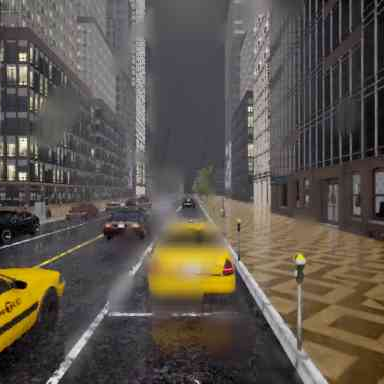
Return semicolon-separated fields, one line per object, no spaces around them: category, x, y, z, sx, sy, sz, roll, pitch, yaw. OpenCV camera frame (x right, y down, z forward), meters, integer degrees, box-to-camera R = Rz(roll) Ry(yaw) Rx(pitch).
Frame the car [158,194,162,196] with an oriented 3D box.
car;-8.832;1.391;78.413;1.967;1.590;4.097;0;0;0

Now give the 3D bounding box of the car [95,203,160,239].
car;-3.118;1.545;17.250;2.033;1.411;5.357;0;0;0

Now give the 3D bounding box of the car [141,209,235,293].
car;0.004;1.456;8.839;1.801;1.575;5.366;0;0;0

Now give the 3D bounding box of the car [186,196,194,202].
car;-0.452;1.533;78.399;1.802;1.307;4.206;0;0;0

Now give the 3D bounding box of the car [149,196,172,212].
car;-3.094;1.513;35.059;1.812;1.442;4.674;0;0;0

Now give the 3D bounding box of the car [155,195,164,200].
car;-8.832;1.504;89.799;1.947;1.339;4.313;0;0;0

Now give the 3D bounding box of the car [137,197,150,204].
car;-8.832;1.550;61.338;1.802;1.307;4.206;0;0;0

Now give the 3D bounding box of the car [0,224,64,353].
car;-3.146;1.455;3.728;1.801;1.575;5.366;0;0;0

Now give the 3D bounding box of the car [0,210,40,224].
car;-8.833;1.563;15.800;1.947;1.339;4.313;0;0;0

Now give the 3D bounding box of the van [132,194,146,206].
van;-8.832;1.315;55.646;1.690;1.788;3.998;0;0;0

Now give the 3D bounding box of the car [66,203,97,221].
car;-8.832;1.575;27.183;1.802;1.307;4.206;0;0;0

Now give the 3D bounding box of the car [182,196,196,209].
car;-0.452;1.548;44.248;1.947;1.339;4.313;0;0;0

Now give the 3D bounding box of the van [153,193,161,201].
van;-8.831;1.285;84.106;1.690;1.788;3.998;0;0;0

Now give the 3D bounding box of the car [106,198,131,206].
car;-8.833;1.537;38.569;2.008;1.369;4.403;0;0;0

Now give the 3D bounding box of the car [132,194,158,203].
car;-6.191;1.333;44.277;2.097;1.767;4.553;0;0;0
